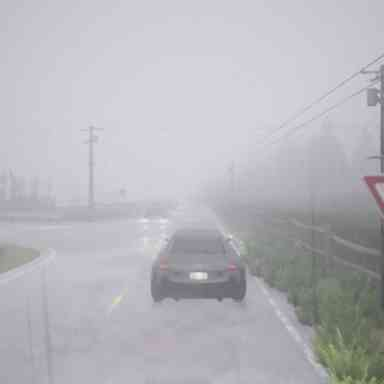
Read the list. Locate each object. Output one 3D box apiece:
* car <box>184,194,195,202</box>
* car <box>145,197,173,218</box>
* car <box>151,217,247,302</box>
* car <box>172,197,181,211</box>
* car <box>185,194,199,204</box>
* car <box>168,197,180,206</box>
[{"bbox_3d":[-0.509,1.242,75.695,2.097,1.767,4.553,0,0,-5],"label":"car"},{"bbox_3d":[-3.105,1.526,30.447,1.837,1.490,4.892,0,0,2],"label":"car"},{"bbox_3d":[0.140,1.570,8.355,1.994,1.385,4.181,0,0,0],"label":"car"},{"bbox_3d":[-2.905,1.382,41.929,2.097,1.767,4.553,0,0,0],"label":"car"},{"bbox_3d":[0.118,1.399,65.635,2.097,1.767,4.553,0,0,-3],"label":"car"},{"bbox_3d":[-2.889,1.545,55.094,1.837,1.490,4.892,0,0,-1],"label":"car"}]
